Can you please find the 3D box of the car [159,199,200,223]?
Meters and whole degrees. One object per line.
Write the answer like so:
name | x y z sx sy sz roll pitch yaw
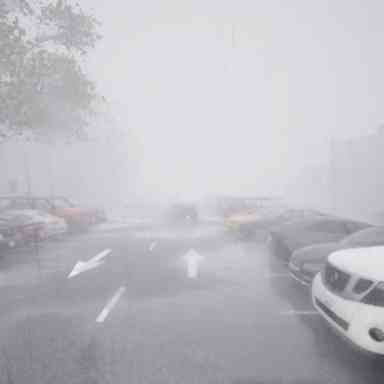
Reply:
car | -0.985 1.590 26.693 1.837 1.490 4.892 2 -1 -17

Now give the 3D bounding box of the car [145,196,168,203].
car | -8.517 1.777 79.801 5.366 1.575 1.946 0 0 0

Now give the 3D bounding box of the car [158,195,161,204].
car | -8.304 1.741 57.592 4.792 1.488 2.163 0 0 0

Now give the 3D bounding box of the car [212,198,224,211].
car | 4.751 1.594 32.843 5.008 1.535 2.097 0 0 0

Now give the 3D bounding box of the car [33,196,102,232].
car | -8.305 1.276 18.604 5.566 2.045 2.435 0 0 0

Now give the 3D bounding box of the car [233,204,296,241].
car | 4.750 1.516 16.026 5.008 1.535 2.097 0 0 0

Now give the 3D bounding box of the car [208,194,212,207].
car | 4.777 1.522 44.056 4.553 1.767 2.185 0 0 0

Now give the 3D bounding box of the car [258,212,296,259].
car | 4.774 1.528 10.418 4.792 1.488 2.163 0 0 0

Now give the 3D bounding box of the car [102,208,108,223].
car | -8.306 1.288 21.266 5.566 2.045 2.435 0 0 0

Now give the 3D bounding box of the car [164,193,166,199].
car | -8.361 1.513 68.695 5.566 2.045 2.435 0 0 0

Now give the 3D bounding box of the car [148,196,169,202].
car | -8.326 1.776 82.579 5.008 1.535 2.097 0 0 0

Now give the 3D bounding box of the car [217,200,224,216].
car | 4.775 1.597 27.236 4.792 1.488 2.163 0 0 0

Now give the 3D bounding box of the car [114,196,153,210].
car | -8.339 1.660 46.488 4.892 1.521 2.231 0 0 0

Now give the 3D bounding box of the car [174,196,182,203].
car | -3.247 1.817 79.196 1.812 1.442 4.674 0 0 0

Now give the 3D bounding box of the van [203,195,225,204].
van | 4.631 1.541 69.284 4.442 1.987 1.878 0 0 0

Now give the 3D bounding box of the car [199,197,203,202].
car | 0.101 1.773 45.088 1.895 1.301 4.718 0 0 0

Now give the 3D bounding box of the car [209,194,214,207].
car | 4.778 1.508 41.253 4.553 1.767 2.185 0 0 0

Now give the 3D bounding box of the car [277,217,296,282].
car | 4.749 1.493 7.621 4.892 1.521 2.231 0 0 0

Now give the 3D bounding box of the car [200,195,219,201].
car | 4.934 1.738 94.524 5.366 1.575 1.946 0 0 0

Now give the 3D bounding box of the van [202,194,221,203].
van | 4.631 1.553 80.505 4.442 1.987 1.878 0 0 0

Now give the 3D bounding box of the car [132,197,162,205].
car | -8.519 1.735 63.144 5.366 1.575 1.946 0 0 0

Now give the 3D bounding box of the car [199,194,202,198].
car | 4.775 1.502 66.484 5.566 2.045 2.435 0 0 0

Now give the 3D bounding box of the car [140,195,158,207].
car | -8.148 1.669 49.265 5.366 1.575 1.946 0 0 0

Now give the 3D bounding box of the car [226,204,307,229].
car | 4.716 1.571 21.629 4.792 1.488 2.163 0 0 0

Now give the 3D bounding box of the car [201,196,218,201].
car | 4.746 1.790 91.721 4.674 1.452 2.002 0 0 0

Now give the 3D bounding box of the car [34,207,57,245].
car | -8.329 1.507 13.035 5.008 1.535 2.097 0 0 0

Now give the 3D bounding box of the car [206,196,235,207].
car | 4.716 1.575 55.269 4.553 1.767 2.185 0 0 0

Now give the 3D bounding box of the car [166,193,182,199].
car | -3.263 1.480 63.452 2.150 2.045 5.566 0 0 0

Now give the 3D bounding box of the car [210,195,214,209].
car | 4.715 1.495 38.450 4.553 1.767 2.185 0 0 0

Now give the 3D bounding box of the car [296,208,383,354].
car | 4.716 1.236 4.814 5.566 2.045 2.435 0 0 0

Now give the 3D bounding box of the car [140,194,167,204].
car | -8.304 1.521 71.472 5.566 2.045 2.435 0 0 0

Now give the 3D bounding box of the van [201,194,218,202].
van | 4.631 1.533 88.917 4.442 1.987 1.878 0 0 0

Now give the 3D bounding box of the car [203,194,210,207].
car | 4.775 1.409 46.860 5.566 2.045 2.435 0 0 0

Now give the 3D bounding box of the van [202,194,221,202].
van | 4.865 1.549 83.306 4.442 1.987 1.878 0 0 0

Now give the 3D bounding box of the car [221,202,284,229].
car | 4.560 1.525 18.826 5.366 1.575 1.946 0 0 0

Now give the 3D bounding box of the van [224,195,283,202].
van | 4.862 1.328 24.434 4.442 1.987 1.878 0 0 0

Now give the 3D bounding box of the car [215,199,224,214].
car | 4.775 1.610 30.039 4.792 1.488 2.163 0 0 0

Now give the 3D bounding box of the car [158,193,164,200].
car | -8.362 1.474 60.369 5.566 2.045 2.435 0 0 0

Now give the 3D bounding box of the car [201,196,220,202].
car | 4.753 1.767 86.114 5.008 1.535 2.097 0 0 0

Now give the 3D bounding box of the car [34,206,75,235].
car | -8.332 1.555 15.695 4.674 1.452 2.002 0 0 0

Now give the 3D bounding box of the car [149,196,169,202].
car | -8.326 1.771 85.356 4.892 1.521 2.231 0 0 0

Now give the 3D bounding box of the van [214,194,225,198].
van | 4.863 1.382 35.647 4.442 1.987 1.878 0 0 0

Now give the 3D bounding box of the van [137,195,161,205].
van | -8.449 1.525 65.919 4.442 1.987 1.878 0 0 0

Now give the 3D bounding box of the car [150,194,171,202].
car | -8.303 1.510 88.130 5.566 2.045 2.435 0 0 0

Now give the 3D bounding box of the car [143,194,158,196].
car | -8.364 1.573 54.815 4.553 1.767 2.185 0 0 0

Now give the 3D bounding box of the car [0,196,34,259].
car | -8.307 1.247 10.249 5.566 2.045 2.435 0 0 0
